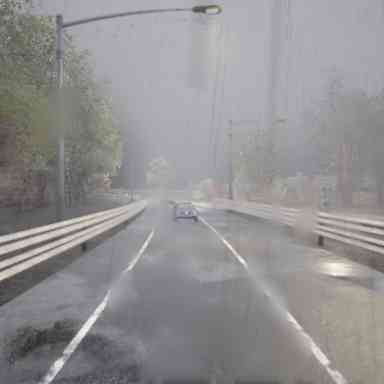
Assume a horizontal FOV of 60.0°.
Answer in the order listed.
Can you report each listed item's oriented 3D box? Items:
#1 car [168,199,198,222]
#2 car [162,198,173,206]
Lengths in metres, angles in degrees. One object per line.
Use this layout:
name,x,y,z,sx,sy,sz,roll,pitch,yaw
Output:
car,-0.622,1.550,26.409,2.033,1.411,5.357,0,0,-5
car,-4.096,1.608,57.011,1.895,1.301,4.718,0,0,-9
